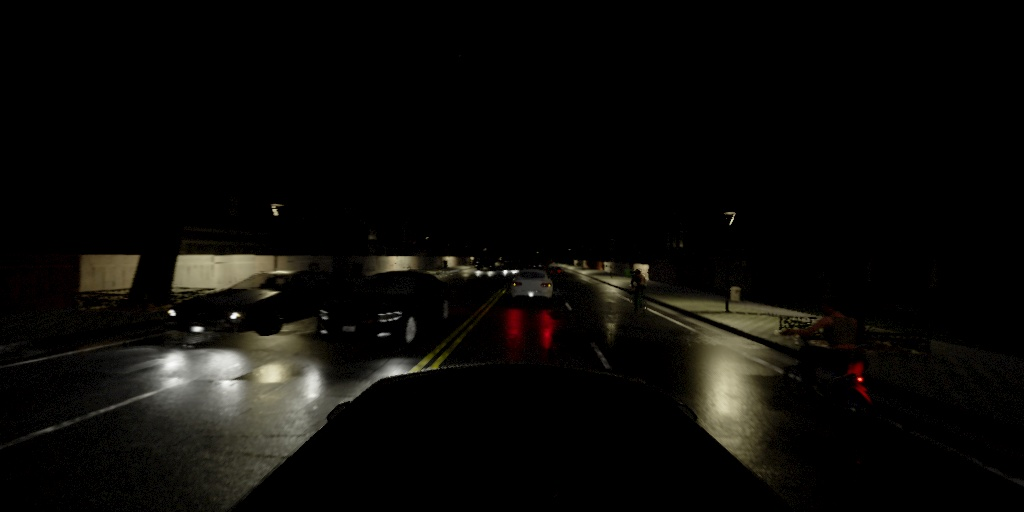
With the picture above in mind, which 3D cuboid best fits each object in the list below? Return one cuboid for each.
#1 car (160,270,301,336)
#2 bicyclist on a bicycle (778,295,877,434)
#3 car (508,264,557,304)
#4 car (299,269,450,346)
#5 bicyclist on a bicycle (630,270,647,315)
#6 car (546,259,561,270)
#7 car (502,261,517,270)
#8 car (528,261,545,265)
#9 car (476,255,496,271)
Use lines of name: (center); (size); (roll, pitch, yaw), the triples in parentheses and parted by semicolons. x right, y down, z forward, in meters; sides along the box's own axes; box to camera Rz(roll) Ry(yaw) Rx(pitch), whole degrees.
car: (-6.230, 1.114, 9.953); (2.033, 1.411, 5.357); (2, 0, 4)
bicyclist on a bicycle: (4.181, 1.314, 4.804); (0.866, 1.612, 1.509); (2, -1, 4)
car: (0.936, 1.311, 16.784); (1.812, 1.442, 4.674); (2, 0, 4)
car: (-2.995, 1.141, 9.429); (1.882, 1.535, 5.008); (2, 0, 4)
bicyclist on a bicycle: (4.776, 1.352, 13.568); (0.582, 1.620, 1.656); (2, 0, 4)
car: (7.002, 1.609, 59.234); (1.895, 1.301, 4.718); (2, 0, 4)
car: (-0.229, 1.340, 50.911); (1.994, 1.385, 4.181); (2, 0, 4)
car: (3.157, 1.441, 50.294); (1.994, 1.385, 4.181); (2, 0, 4)
car: (-3.559, 0.896, 49.725); (2.150, 2.045, 5.566); (2, 0, 4)
